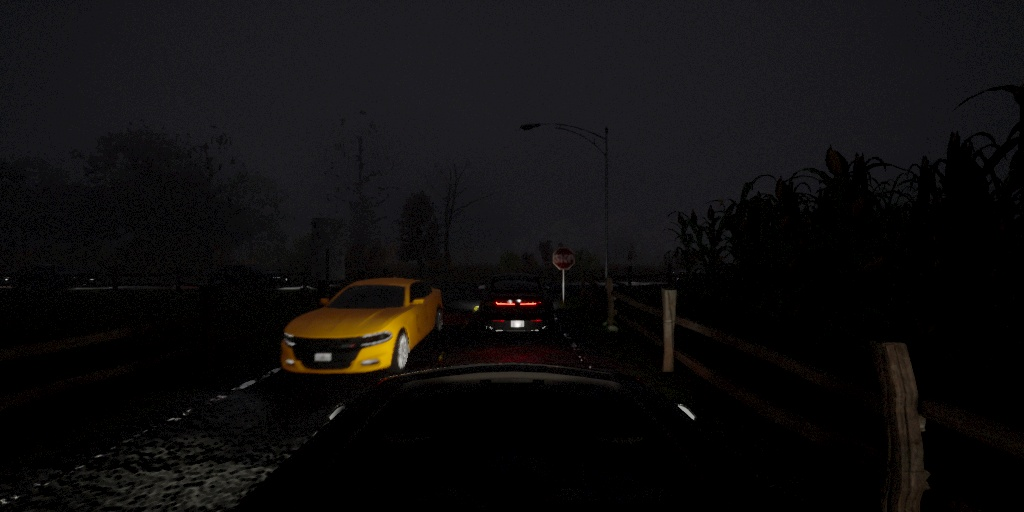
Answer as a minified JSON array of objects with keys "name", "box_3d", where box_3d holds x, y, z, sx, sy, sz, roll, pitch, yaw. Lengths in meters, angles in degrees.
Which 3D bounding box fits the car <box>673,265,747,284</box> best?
[{"name":"car","box_3d":[14.139,1.319,25.876,4.718,1.301,1.895,0,0,0]}]

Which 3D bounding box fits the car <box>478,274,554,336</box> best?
[{"name":"car","box_3d":[0.071,1.255,10.366,1.837,1.490,4.892,0,0,-1]}]

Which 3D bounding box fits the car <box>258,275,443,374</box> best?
[{"name":"car","box_3d":[-2.798,1.228,7.826,1.882,1.535,5.008,0,0,0]}]

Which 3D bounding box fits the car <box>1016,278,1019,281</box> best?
[{"name":"car","box_3d":[35.540,1.135,25.567,5.008,1.535,1.882,0,0,1]}]

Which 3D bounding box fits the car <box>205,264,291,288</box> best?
[{"name":"car","box_3d":[-17.116,1.281,23.391,4.892,1.490,1.837,0,0,1]}]

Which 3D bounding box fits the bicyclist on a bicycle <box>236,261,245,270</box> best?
[{"name":"bicyclist on a bicycle","box_3d":[-22.402,1.241,29.442,0.582,1.620,1.656,0,0,1]}]

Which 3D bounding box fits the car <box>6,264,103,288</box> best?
[{"name":"car","box_3d":[-30.027,1.298,23.584,4.892,1.490,1.837,0,0,1]}]
